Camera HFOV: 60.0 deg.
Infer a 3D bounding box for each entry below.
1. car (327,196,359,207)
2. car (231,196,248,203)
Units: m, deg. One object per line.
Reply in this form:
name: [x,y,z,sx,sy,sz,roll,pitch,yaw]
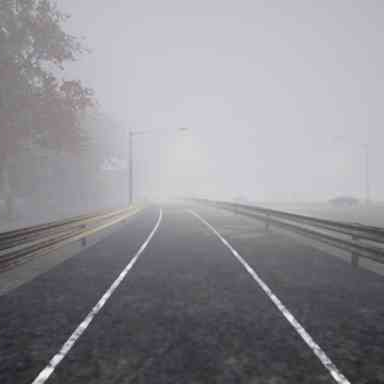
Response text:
car: [22.476,1.379,49.734,1.837,1.490,4.892,0,0,-25]
car: [10.704,1.647,75.156,1.837,1.490,4.892,0,0,-25]
